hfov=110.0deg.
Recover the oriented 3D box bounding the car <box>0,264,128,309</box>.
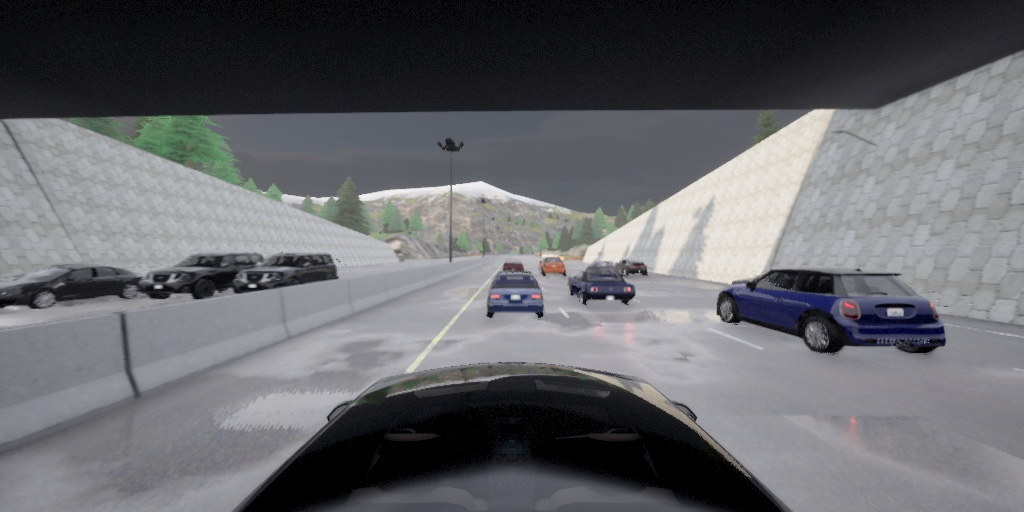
[{"bbox_3d":[-17.596,1.154,14.282,1.837,1.490,4.892,0,0,0],"label":"car"}]

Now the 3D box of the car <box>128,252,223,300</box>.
[{"bbox_3d":[-14.096,0.849,17.054,2.150,2.045,5.566,0,0,0],"label":"car"}]

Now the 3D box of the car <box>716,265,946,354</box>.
[{"bbox_3d":[7.102,1.047,8.765,2.097,1.767,4.553,0,0,0],"label":"car"}]

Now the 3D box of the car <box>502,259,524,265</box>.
[{"bbox_3d":[0.110,0.980,33.103,1.882,1.535,5.008,0,0,0],"label":"car"}]

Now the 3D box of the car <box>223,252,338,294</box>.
[{"bbox_3d":[-10.596,0.846,17.404,2.150,2.045,5.566,0,0,0],"label":"car"}]

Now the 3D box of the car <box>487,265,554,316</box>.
[{"bbox_3d":[0.102,1.210,12.791,2.033,1.411,5.357,0,0,0],"label":"car"}]

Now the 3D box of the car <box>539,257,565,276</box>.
[{"bbox_3d":[3.609,0.857,32.786,2.097,1.767,4.553,0,0,0],"label":"car"}]

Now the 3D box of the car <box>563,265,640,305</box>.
[{"bbox_3d":[3.603,1.243,15.362,1.895,1.301,4.718,0,0,0],"label":"car"}]

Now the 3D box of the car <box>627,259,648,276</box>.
[{"bbox_3d":[10.609,1.014,32.293,1.837,1.490,4.892,0,0,0],"label":"car"}]

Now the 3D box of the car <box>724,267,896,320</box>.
[{"bbox_3d":[10.602,1.205,13.526,2.033,1.411,5.357,0,0,0],"label":"car"}]

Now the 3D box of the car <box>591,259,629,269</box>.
[{"bbox_3d":[7.107,1.090,28.122,2.033,1.411,5.357,0,0,0],"label":"car"}]
